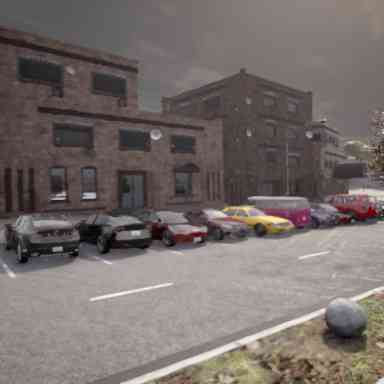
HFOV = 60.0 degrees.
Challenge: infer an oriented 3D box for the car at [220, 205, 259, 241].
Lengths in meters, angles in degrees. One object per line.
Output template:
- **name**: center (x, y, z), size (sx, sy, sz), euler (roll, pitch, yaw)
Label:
- **car**: center (0.903, 1.560, 17.259), size (2.002, 1.452, 4.674), euler (0, 0, -38)

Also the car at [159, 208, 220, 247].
- **car**: center (-1.227, 1.548, 15.548), size (2.163, 1.488, 4.792), euler (0, 0, -38)

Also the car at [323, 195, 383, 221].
- **car**: center (11.258, 1.248, 25.943), size (2.435, 2.045, 5.566), euler (0, 0, -41)

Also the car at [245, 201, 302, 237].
- **car**: center (3.150, 1.516, 18.819), size (1.946, 1.575, 5.366), euler (0, 0, -39)

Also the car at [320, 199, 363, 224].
- **car**: center (9.242, 1.537, 24.107), size (2.163, 1.488, 4.792), euler (0, 0, -40)

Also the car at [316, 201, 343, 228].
- **car**: center (7.234, 1.553, 22.431), size (2.002, 1.452, 4.674), euler (0, 0, -40)

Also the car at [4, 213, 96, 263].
- **car**: center (-5.588, 1.511, 12.261), size (2.231, 1.521, 4.892), euler (0, 0, -36)

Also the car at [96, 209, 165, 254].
- **car**: center (-3.425, 1.545, 13.932), size (2.163, 1.488, 4.792), euler (0, 0, -37)

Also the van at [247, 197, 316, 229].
- **van**: center (5.073, 1.292, 20.784), size (1.878, 1.987, 4.442), euler (0, 0, -39)
